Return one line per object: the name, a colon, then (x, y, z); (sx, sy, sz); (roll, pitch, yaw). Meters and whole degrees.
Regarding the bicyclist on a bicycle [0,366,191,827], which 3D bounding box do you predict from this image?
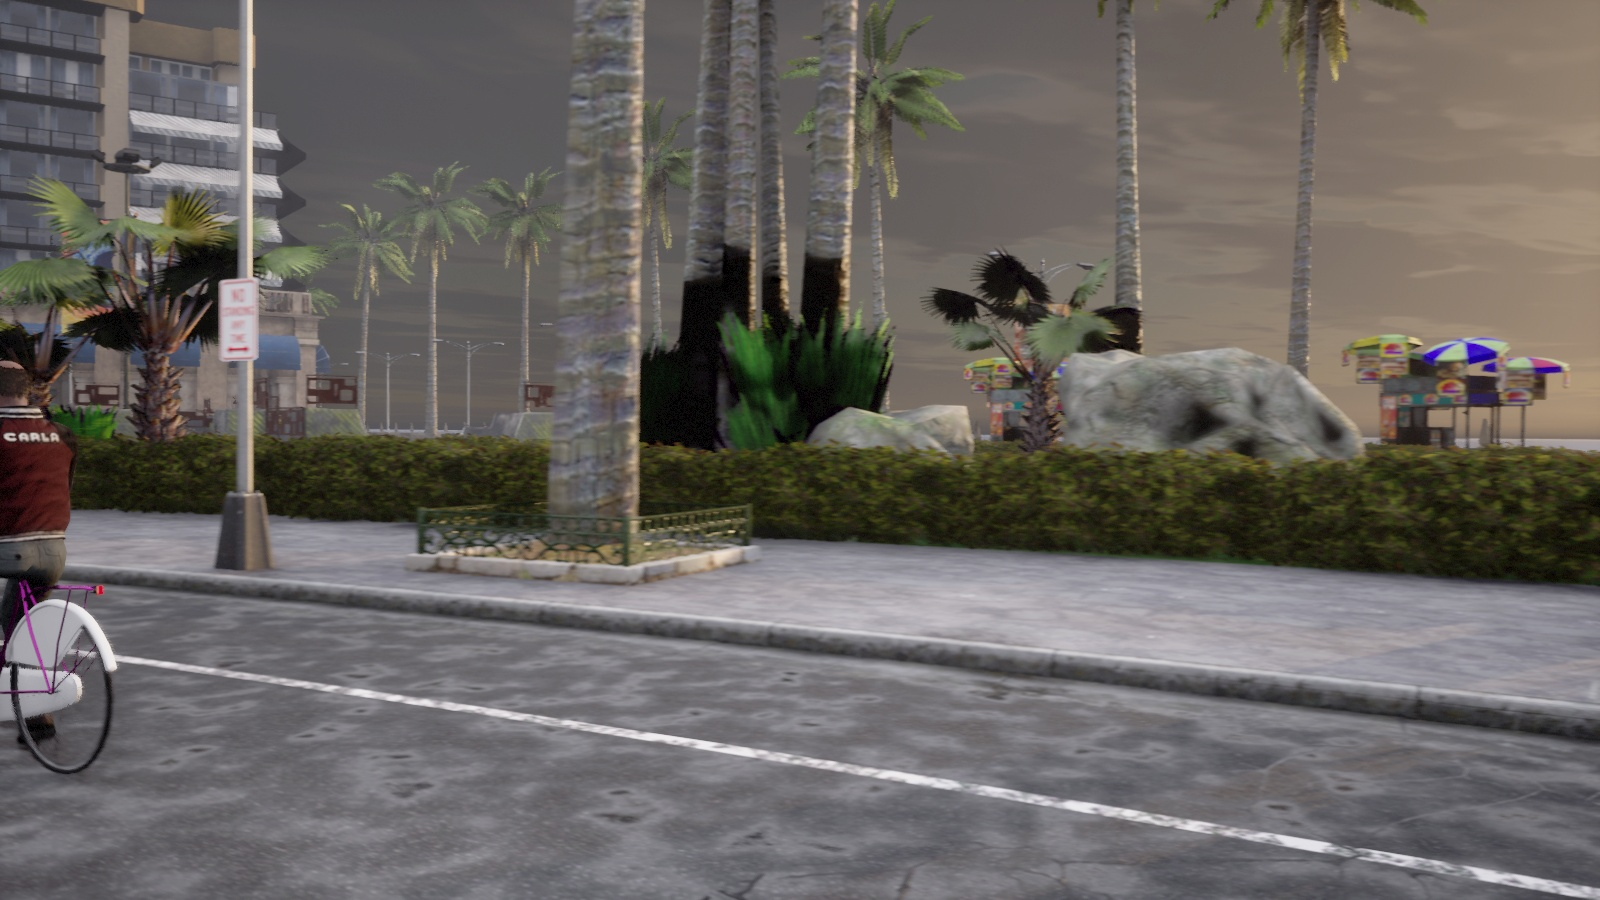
bicyclist on a bicycle: (-3.603, 0.557, 5.552); (1.843, 1.776, 0.659); (0, 1, 28)
